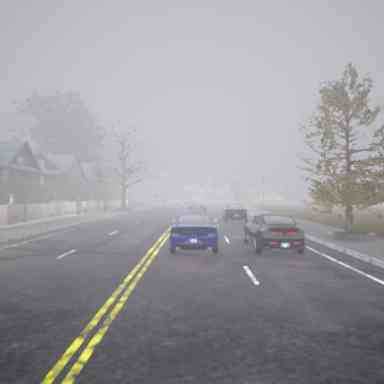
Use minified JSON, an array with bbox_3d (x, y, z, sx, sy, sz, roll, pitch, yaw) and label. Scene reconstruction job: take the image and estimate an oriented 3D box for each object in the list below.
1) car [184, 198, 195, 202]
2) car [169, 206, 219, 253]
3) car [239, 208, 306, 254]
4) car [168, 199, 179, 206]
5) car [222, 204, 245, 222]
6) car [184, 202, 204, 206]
[{"bbox_3d":[-0.576,2.085,70.818,2.097,1.767,4.553,0,-1,4],"label":"car"},{"bbox_3d":[0.105,1.616,14.450,1.882,1.535,5.008,0,0,1],"label":"car"},{"bbox_3d":[3.349,1.644,14.221,1.837,1.490,4.892,0,0,1],"label":"car"},{"bbox_3d":[-3.815,2.262,71.068,1.812,1.442,4.674,0,-1,4],"label":"car"},{"bbox_3d":[3.698,1.761,29.314,1.882,1.535,5.008,0,0,2],"label":"car"},{"bbox_3d":[0.428,1.829,28.940,2.033,1.411,5.357,0,-1,2],"label":"car"}]
